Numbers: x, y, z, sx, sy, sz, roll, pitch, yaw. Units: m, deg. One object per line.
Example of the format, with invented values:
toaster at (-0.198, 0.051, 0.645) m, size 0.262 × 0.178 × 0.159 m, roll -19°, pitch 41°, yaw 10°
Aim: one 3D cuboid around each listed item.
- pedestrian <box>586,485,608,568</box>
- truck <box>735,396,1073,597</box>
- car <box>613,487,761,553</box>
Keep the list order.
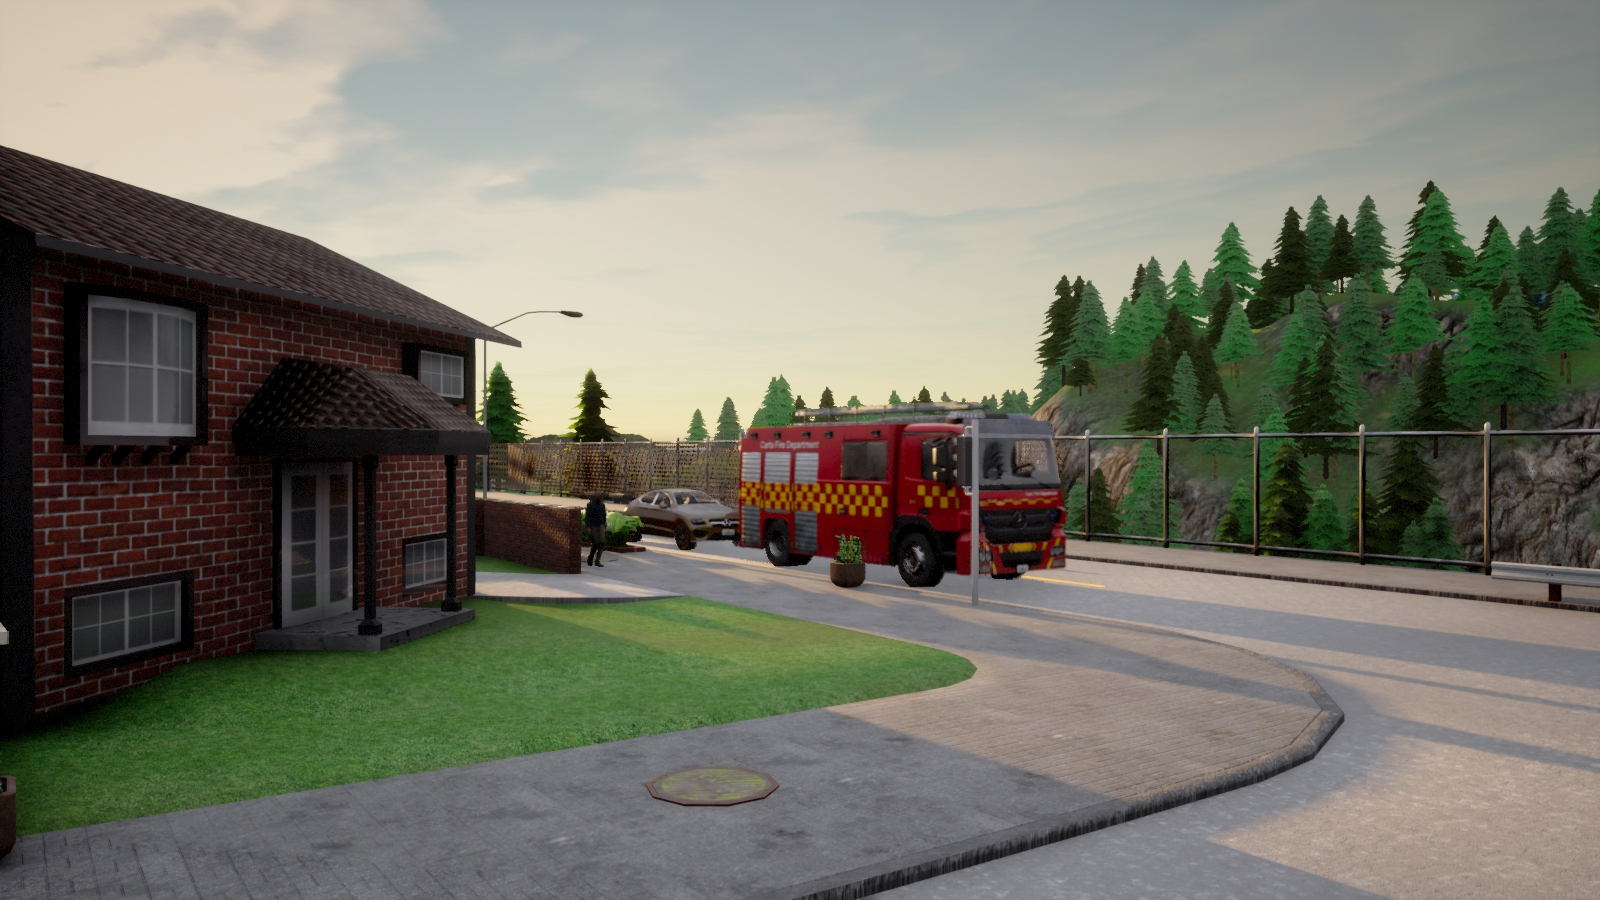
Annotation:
pedestrian at (-4.661, 1.745, 26.250) m, size 0.375 × 1.860 × 0.375 m, roll 0°, pitch 0°, yaw -35°
truck at (1.971, 0.891, 26.009) m, size 2.891 × 3.827 × 8.468 m, roll 0°, pitch 0°, yaw -35°
car at (-3.429, 1.992, 33.736) m, size 2.152 × 1.651 × 5.027 m, roll 0°, pitch 0°, yaw -35°
